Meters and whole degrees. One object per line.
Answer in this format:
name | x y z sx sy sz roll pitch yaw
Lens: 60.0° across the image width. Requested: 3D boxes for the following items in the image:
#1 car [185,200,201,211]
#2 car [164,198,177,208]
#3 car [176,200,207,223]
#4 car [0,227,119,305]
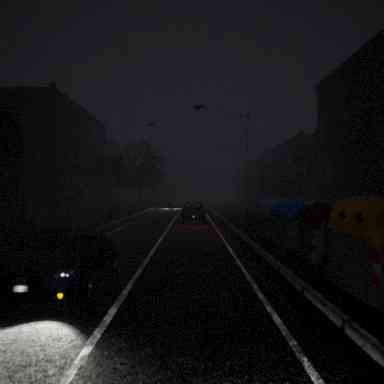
car | 0.111 1.747 43.049 1.895 1.301 4.718 0 0 0
car | -3.055 1.713 50.788 1.812 1.442 4.674 0 -1 0
car | 0.108 1.544 25.922 2.128 1.511 4.902 0 0 0
car | -3.096 1.564 8.002 1.994 1.385 4.181 0 0 0
